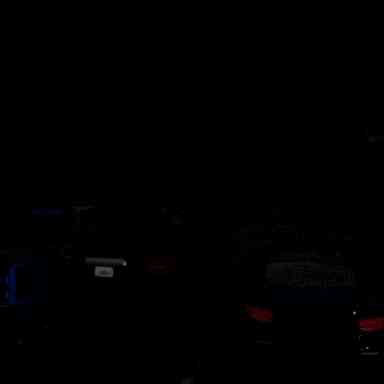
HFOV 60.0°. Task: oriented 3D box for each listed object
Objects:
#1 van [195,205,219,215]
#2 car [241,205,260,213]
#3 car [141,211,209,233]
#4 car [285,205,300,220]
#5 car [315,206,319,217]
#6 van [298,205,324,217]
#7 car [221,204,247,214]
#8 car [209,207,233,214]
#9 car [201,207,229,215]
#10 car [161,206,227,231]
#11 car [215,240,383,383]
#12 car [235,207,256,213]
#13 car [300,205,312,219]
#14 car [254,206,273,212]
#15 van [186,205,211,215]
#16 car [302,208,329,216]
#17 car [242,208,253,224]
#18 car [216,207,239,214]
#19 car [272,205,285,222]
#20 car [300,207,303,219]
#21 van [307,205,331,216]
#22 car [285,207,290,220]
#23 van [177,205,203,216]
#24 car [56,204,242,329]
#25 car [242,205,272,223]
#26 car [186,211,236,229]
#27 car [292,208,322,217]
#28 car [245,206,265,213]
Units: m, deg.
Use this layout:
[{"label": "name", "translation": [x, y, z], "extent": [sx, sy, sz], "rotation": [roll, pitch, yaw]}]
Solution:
[{"label": "van", "translation": [2.999, 3.547, 66.397], "extent": [4.442, 1.987, 1.878], "rotation": [-1, -3, 15]}, {"label": "car", "translation": [14.695, 4.286, 83.557], "extent": [4.553, 1.767, 2.185], "rotation": [-1, -2, 14]}, {"label": "car", "translation": [-1.374, 2.492, 28.132], "extent": [5.366, 1.575, 1.946], "rotation": [1, -2, 15]}, {"label": "car", "translation": [12.200, 2.999, 47.957], "extent": [5.566, 2.045, 2.435], "rotation": [1, -1, 15]}, {"label": "car", "translation": [19.098, 3.365, 57.829], "extent": [5.566, 2.045, 2.435], "rotation": [1, -2, 15]}, {"label": "van", "translation": [22.378, 3.571, 62.798], "extent": [4.442, 1.987, 1.878], "rotation": [1, -1, 15]}, {"label": "car", "translation": [9.621, 3.887, 76.216], "extent": [5.566, 2.045, 2.435], "rotation": [-1, -2, 15]}, {"label": "car", "translation": [6.241, 3.986, 71.310], "extent": [4.792, 1.488, 2.163], "rotation": [-1, -2, 15]}, {"label": "car", "translation": [4.760, 3.860, 68.815], "extent": [5.366, 1.575, 1.946], "rotation": [-1, -3, 15]}, {"label": "car", "translation": [0.210, 2.349, 30.661], "extent": [5.566, 2.045, 2.435], "rotation": [1, -2, 15]}, {"label": "car", "translation": [1.868, 1.545, 5.607], "extent": [2.002, 1.452, 4.674], "rotation": [-1, -1, 15]}, {"label": "car", "translation": [13.008, 4.321, 81.100], "extent": [4.892, 1.521, 2.231], "rotation": [-1, -2, 14]}, {"label": "car", "translation": [15.678, 3.182, 52.893], "extent": [5.566, 2.045, 2.435], "rotation": [1, -2, 15]}, {"label": "car", "translation": [19.540, 4.716, 90.972], "extent": [4.792, 1.488, 2.163], "rotation": [-1, -2, 13]}, {"label": "van", "translation": [1.307, 3.456, 63.948], "extent": [4.442, 1.987, 1.878], "rotation": [-1, -3, 15]}, {"label": "car", "translation": [24.229, 3.920, 65.238], "extent": [4.792, 1.488, 2.163], "rotation": [1, -2, 15]}, {"label": "car", "translation": [3.639, 2.794, 35.603], "extent": [5.008, 1.535, 2.097], "rotation": [1, -1, 15]}, {"label": "car", "translation": [7.990, 4.076, 73.750], "extent": [4.792, 1.488, 2.163], "rotation": [-1, -3, 15]}, {"label": "car", "translation": [8.774, 2.816, 43.017], "extent": [5.566, 2.045, 2.435], "rotation": [1, -1, 15]}, {"label": "car", "translation": [13.905, 3.371, 50.423], "extent": [4.792, 1.488, 2.163], "rotation": [1, -1, 15]}, {"label": "van", "translation": [25.798, 3.754, 67.754], "extent": [4.442, 1.987, 1.878], "rotation": [1, -1, 14]}, {"label": "car", "translation": [10.482, 3.188, 45.483], "extent": [4.792, 1.488, 2.163], "rotation": [1, -1, 15]}, {"label": "van", "translation": [-0.384, 3.365, 61.499], "extent": [4.442, 1.987, 1.878], "rotation": [-1, -3, 15]}, {"label": "car", "translation": [-0.543, 1.288, 7.357], "extent": [2.435, 2.045, 5.566], "rotation": [-1, -1, 16]}, {"label": "car", "translation": [7.054, 2.851, 40.560], "extent": [4.553, 1.767, 2.185], "rotation": [1, -2, 15]}, {"label": "car", "translation": [1.903, 2.739, 33.125], "extent": [4.674, 1.452, 2.002], "rotation": [1, -1, 15]}, {"label": "car", "translation": [20.779, 3.707, 60.293], "extent": [5.008, 1.535, 2.097], "rotation": [1, -1, 15]}, {"label": "car", "translation": [16.323, 4.503, 86.018], "extent": [5.008, 1.535, 2.097], "rotation": [-1, -2, 14]}]
